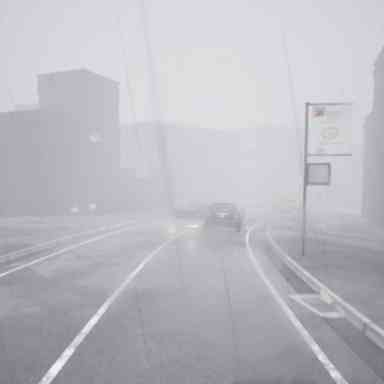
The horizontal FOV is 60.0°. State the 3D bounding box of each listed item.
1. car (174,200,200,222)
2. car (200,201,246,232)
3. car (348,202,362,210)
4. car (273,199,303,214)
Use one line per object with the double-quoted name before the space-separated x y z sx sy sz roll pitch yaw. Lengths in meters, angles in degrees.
"car" 0.196 1.419 26.671 1.882 1.535 5.008 1 0 21
"car" 2.171 1.366 20.641 2.097 1.767 4.553 1 0 13
"car" 29.116 2.309 56.880 4.718 1.301 1.895 2 3 -23
"car" 11.280 1.569 38.802 2.097 1.767 4.553 4 1 37
